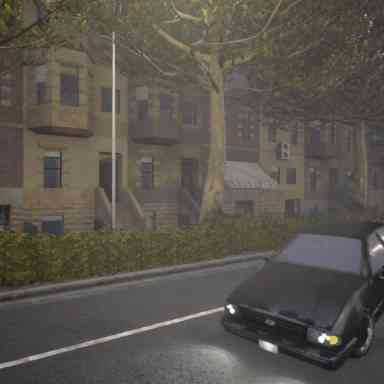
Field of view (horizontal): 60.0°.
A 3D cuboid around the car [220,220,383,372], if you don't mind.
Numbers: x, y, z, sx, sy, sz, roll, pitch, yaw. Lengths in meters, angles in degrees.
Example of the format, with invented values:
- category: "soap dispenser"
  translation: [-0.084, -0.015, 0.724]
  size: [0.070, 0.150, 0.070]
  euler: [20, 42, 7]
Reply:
- category: "car"
  translation: [2.806, 1.347, 6.298]
  size: [2.033, 1.411, 5.357]
  euler: [1, 8, 44]
